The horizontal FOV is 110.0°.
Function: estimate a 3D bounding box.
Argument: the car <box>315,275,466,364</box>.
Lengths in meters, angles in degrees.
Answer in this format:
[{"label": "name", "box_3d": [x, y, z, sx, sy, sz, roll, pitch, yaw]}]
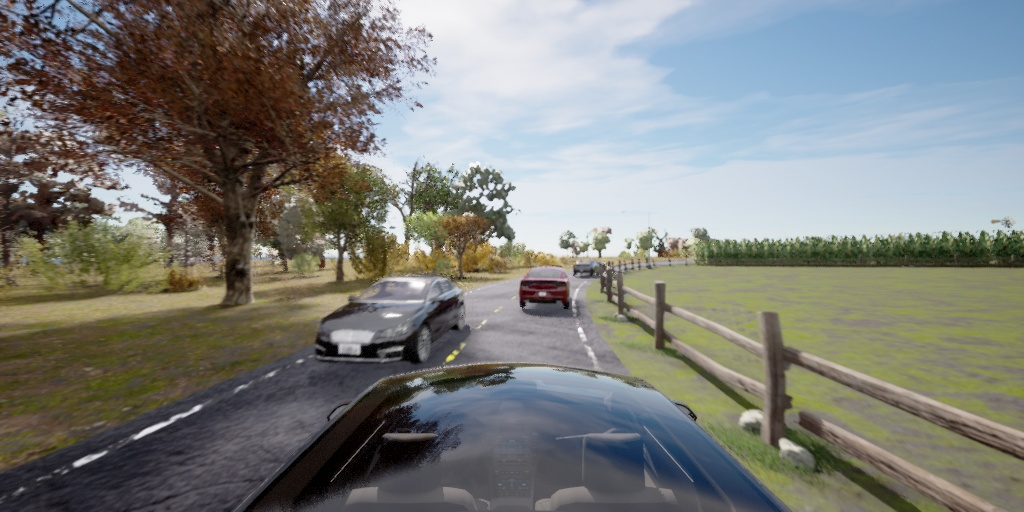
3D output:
[{"label": "car", "box_3d": [-2.360, 1.216, 8.167, 2.128, 1.511, 4.902, 0, 0, 5]}]

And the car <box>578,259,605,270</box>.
[{"label": "car", "box_3d": [10.378, 1.097, 46.644, 1.895, 1.301, 4.718, 0, 0, 32]}]

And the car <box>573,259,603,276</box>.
[{"label": "car", "box_3d": [7.091, 1.074, 33.882, 2.128, 1.511, 4.902, 0, 0, 23]}]

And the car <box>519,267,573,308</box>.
[{"label": "car", "box_3d": [1.501, 1.183, 15.172, 1.882, 1.535, 5.008, 0, 0, 10]}]
